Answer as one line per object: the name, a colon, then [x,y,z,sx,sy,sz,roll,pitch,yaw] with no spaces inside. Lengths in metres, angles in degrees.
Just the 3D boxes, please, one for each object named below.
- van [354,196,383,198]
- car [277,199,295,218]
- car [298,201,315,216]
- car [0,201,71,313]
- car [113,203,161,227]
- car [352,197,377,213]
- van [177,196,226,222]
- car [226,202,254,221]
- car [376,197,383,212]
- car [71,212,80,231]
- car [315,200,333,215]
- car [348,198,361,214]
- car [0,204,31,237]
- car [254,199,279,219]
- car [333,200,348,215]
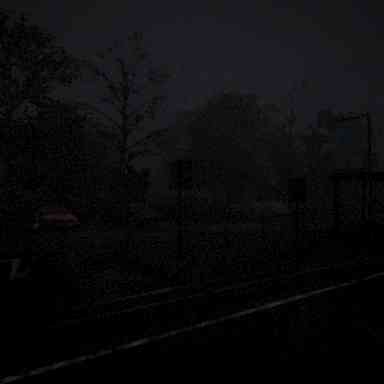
van: [23.121,1.527,43.116,1.878,1.987,4.442,0,0,-36]
car: [7.258,1.670,31.900,2.002,1.452,4.674,0,0,-36]
car: [9.496,1.521,33.543,2.185,1.767,4.553,0,0,-36]
car: [-4.715,1.237,7.209,2.435,2.045,5.566,0,0,-36]
car: [-4.010,1.578,23.799,2.163,1.488,4.792,0,0,-36]
car: [18.647,1.714,39.828,1.946,1.575,5.366,0,0,-36]
van: [0.419,1.355,27.149,1.878,1.987,4.442,0,0,-36]
car: [2.744,1.637,28.666,2.002,1.452,4.674,0,0,-36]
car: [20.779,1.764,41.620,2.163,1.488,4.792,0,0,-36]
car: [-8.433,1.514,20.440,1.946,1.575,5.366,0,0,-36]
car: [11.767,1.663,35.138,2.097,1.535,5.008,0,0,-36]
car: [16.266,1.728,38.387,2.163,1.488,4.792,0,0,-36]
car: [-10.814,1.530,18.999,2.163,1.488,4.792,0,0,-36]
car: [5.003,1.613,30.282,2.097,1.535,5.008,0,0,-36]
car: [14.030,1.682,36.744,2.231,1.521,4.892,0,0,-36]
